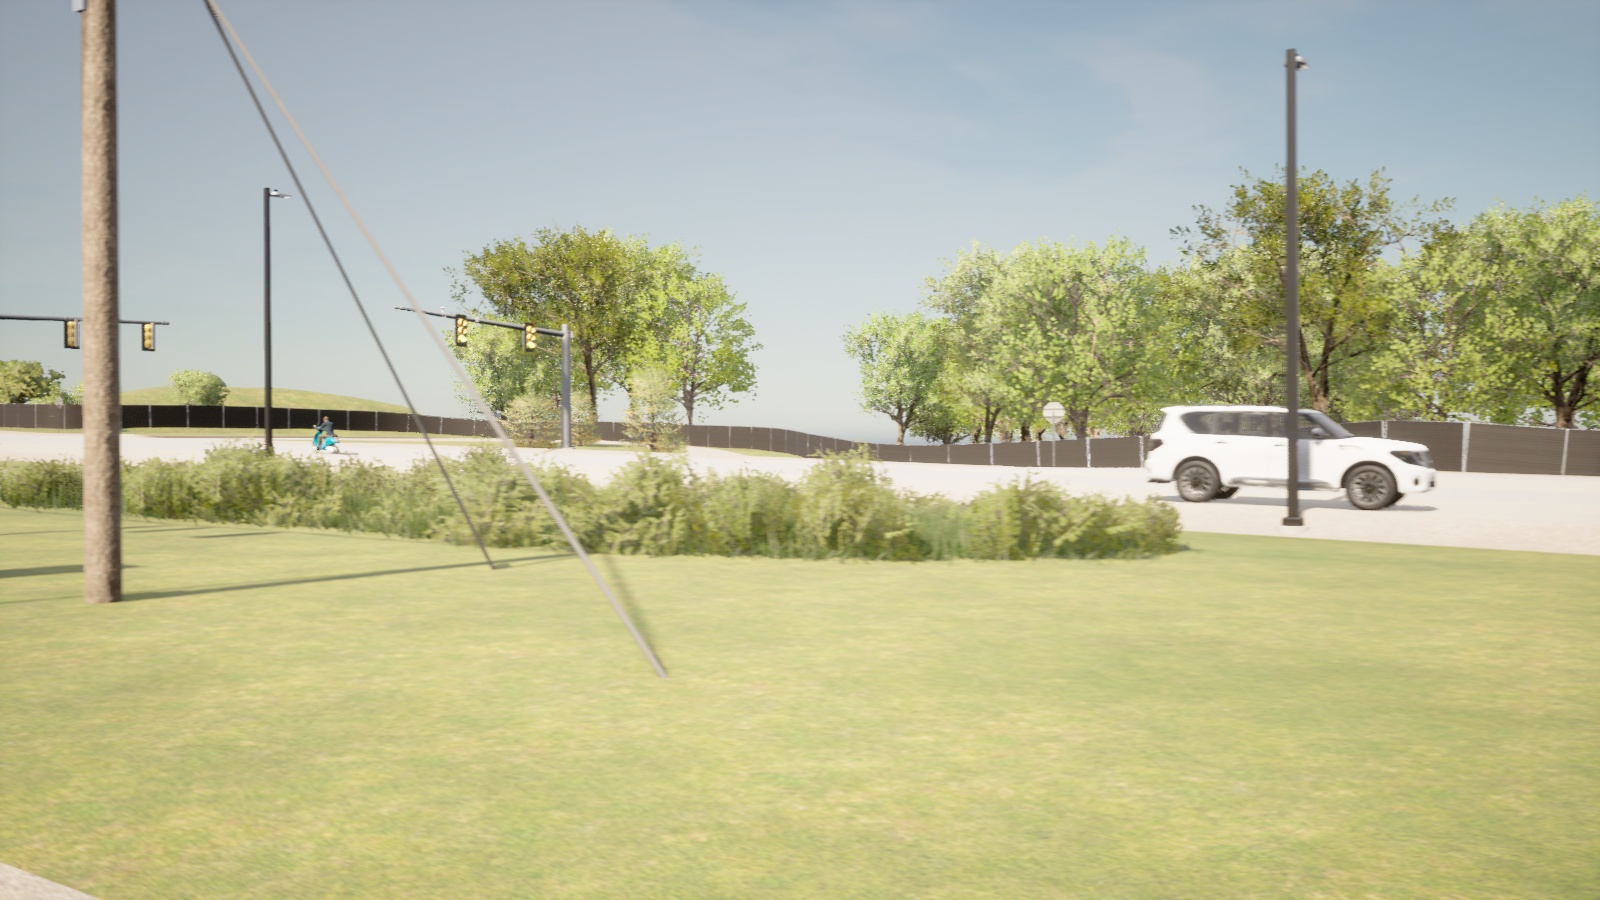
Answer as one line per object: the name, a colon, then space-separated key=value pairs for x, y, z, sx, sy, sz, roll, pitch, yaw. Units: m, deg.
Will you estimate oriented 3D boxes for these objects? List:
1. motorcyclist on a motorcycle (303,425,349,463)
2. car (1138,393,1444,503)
motorcyclist on a motorcycle: x=-20.087 y=-0.256 z=53.191 sx=1.817 sy=1.590 sz=0.866 roll=0 pitch=1 yaw=32
car: x=10.047 y=-0.078 z=25.900 sx=5.566 sy=2.045 sz=2.150 roll=1 pitch=1 yaw=32
